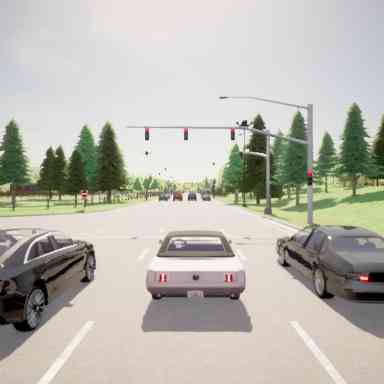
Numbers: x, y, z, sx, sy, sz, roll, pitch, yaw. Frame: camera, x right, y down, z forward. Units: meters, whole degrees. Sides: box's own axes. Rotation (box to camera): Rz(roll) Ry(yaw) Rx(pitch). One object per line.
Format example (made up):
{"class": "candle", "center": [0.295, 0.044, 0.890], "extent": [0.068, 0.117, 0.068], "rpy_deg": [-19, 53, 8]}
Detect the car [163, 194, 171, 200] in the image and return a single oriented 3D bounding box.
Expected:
{"class": "car", "center": [-6.934, 1.316, 91.039], "extent": [1.837, 1.490, 4.892], "rpy_deg": [0, 0, 0]}

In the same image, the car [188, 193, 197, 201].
{"class": "car", "center": [0.058, 1.202, 80.644], "extent": [2.150, 2.045, 5.566], "rpy_deg": [0, 0, 0]}

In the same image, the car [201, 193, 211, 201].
{"class": "car", "center": [3.558, 1.502, 80.612], "extent": [2.128, 1.511, 4.902], "rpy_deg": [0, 0, 0]}

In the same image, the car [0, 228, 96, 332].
{"class": "car", "center": [-3.425, 1.490, 6.805], "extent": [2.128, 1.511, 4.902], "rpy_deg": [0, 0, 0]}

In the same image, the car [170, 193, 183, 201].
{"class": "car", "center": [-3.442, 1.202, 80.647], "extent": [2.150, 2.045, 5.566], "rpy_deg": [0, 0, 0]}

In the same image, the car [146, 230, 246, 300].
{"class": "car", "center": [0.085, 1.599, 8.344], "extent": [1.895, 1.301, 4.718], "rpy_deg": [0, 0, 0]}

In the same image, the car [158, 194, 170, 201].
{"class": "car", "center": [-6.942, 1.333, 81.006], "extent": [2.097, 1.767, 4.553], "rpy_deg": [0, 0, 0]}

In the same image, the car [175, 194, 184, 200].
{"class": "car", "center": [-3.434, 1.341, 91.037], "extent": [2.128, 1.511, 4.902], "rpy_deg": [0, 0, 0]}

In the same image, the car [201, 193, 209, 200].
{"class": "car", "center": [3.566, 1.171, 91.001], "extent": [2.097, 1.767, 4.553], "rpy_deg": [0, 0, 0]}

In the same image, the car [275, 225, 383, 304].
{"class": "car", "center": [3.586, 1.546, 8.369], "extent": [2.033, 1.411, 5.357], "rpy_deg": [0, 0, 0]}
